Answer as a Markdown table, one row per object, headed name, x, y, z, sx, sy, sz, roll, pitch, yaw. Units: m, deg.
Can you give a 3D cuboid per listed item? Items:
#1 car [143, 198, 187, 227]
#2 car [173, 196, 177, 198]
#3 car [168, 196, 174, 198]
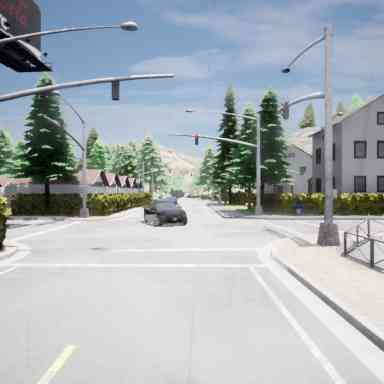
| name | x | y | z | sx | sy | sz | roll | pitch | yaw |
| --- | --- | --- | --- | --- | --- | --- | --- | --- | --- |
| car | -1.945 | 1.384 | 22.220 | 1.882 | 1.535 | 5.008 | -2 | 0 | -22 |
| car | -3.524 | 1.488 | 59.380 | 1.882 | 1.535 | 5.008 | 0 | 0 | 0 |
| car | -3.613 | 1.547 | 40.226 | 2.033 | 1.411 | 5.357 | 0 | 0 | 0 |
